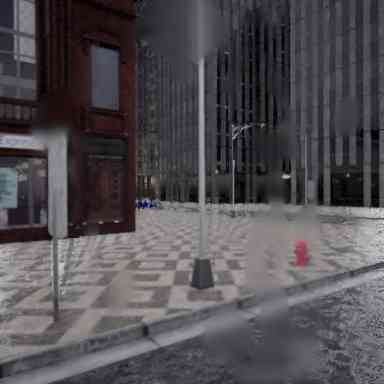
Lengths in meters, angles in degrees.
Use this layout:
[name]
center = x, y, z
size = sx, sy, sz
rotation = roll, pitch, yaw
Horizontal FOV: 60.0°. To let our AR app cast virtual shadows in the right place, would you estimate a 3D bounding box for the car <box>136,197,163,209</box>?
[car]
center = -5.697, 1.453, 43.931
size = 1.882, 1.535, 5.008
rotation = -1, 0, -35
